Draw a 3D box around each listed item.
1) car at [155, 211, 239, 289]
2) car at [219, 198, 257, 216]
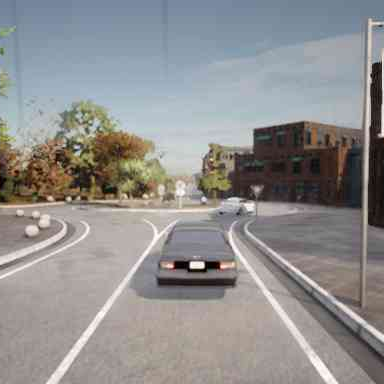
[{"bbox_3d":[0.156,1.476,9.105,2.033,1.411,5.357,0,0,1],"label":"car"},{"bbox_3d":[4.056,1.237,29.155,1.812,1.442,4.674,1,2,35],"label":"car"}]
